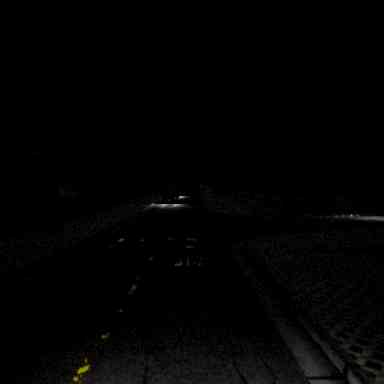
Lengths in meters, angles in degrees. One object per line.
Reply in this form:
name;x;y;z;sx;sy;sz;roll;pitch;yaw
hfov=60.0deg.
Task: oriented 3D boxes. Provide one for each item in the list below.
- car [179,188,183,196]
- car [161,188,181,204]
car;-2.631;-0.004;60.093;1.812;1.442;4.674;0;2;1
car;-2.741;0.662;42.130;1.837;1.490;4.892;0;2;0
